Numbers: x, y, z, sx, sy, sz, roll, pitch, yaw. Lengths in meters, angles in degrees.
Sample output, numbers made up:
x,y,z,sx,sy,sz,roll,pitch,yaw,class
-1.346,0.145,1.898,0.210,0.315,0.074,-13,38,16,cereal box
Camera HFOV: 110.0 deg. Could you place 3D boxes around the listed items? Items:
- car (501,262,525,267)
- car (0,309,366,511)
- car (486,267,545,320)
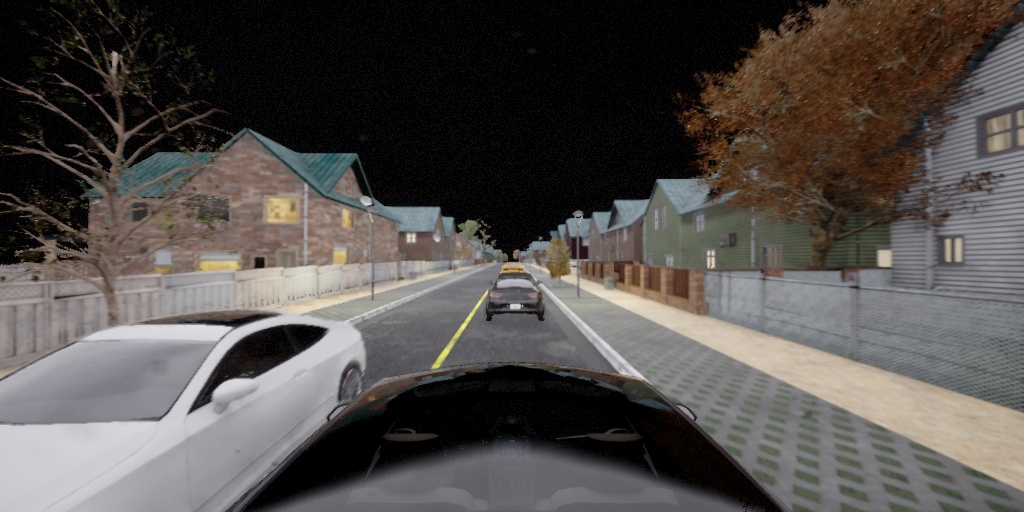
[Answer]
x,y,z,sx,sy,sz,roll,pitch,yaw,class
0.090,1.266,30.882,1.882,1.535,5.008,0,0,0,car
-2.849,1.276,3.084,1.812,1.442,4.674,0,0,0,car
0.096,1.283,12.529,1.812,1.442,4.674,0,0,0,car
